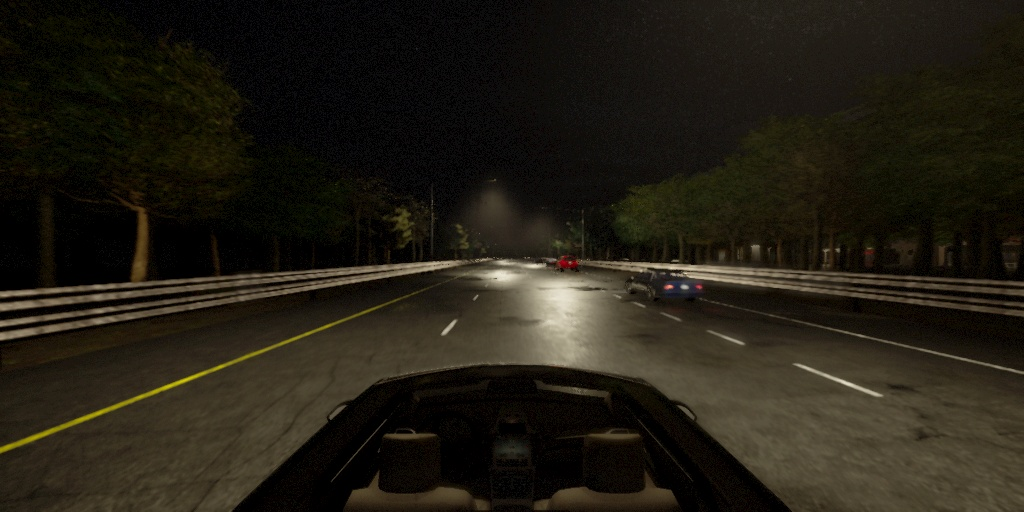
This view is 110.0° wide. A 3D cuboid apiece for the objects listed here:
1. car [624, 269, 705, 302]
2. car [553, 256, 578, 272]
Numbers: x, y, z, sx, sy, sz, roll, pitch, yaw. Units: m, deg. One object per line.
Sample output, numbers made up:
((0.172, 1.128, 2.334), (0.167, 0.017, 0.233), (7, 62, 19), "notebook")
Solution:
((6.999, 1.308, 17.046), (2.033, 1.411, 5.357), (0, 0, 0), "car")
((7.044, 1.024, 45.954), (2.150, 2.045, 5.566), (0, 0, 0), "car")
